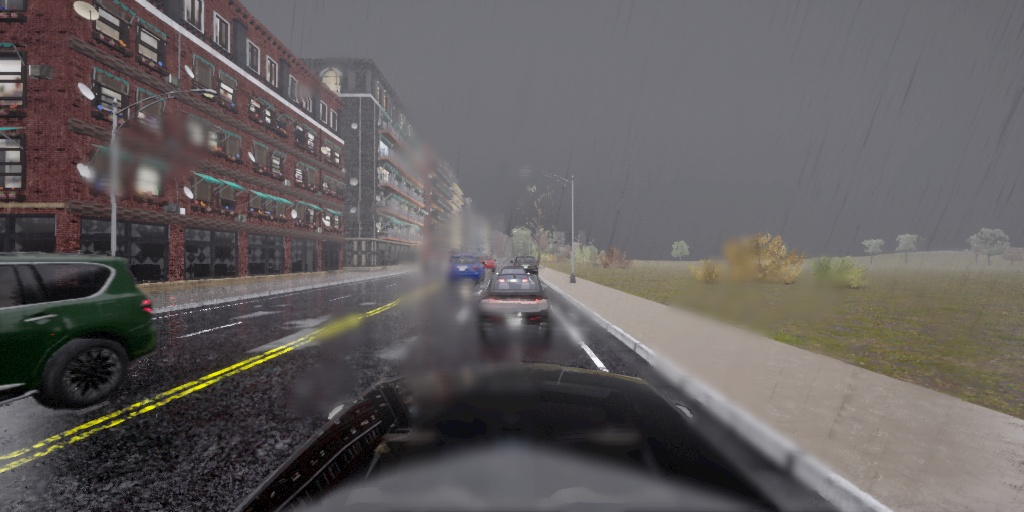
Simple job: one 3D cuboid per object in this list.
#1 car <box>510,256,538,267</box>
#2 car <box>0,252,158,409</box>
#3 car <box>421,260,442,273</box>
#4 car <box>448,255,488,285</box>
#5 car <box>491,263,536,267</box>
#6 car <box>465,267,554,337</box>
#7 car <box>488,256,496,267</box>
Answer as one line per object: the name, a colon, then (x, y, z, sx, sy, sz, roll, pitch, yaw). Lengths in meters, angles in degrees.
car: (1.069, 0.979, 30.970, 2.150, 2.045, 5.566, 0, 0, 0)
car: (-6.603, 0.972, 3.228, 2.150, 2.045, 5.566, 0, 0, 0)
car: (-9.951, 1.259, 44.697, 1.837, 1.490, 4.892, 0, 0, 0)
car: (-3.207, 0.975, 25.947, 2.150, 2.045, 5.566, 0, 0, 0)
car: (0.060, 1.301, 20.758, 2.033, 1.411, 5.357, 0, 0, 0)
car: (0.081, 1.243, 10.318, 2.128, 1.511, 4.902, 0, 0, 0)
car: (-3.244, 0.973, 45.813, 2.150, 2.045, 5.566, 0, 0, -1)
